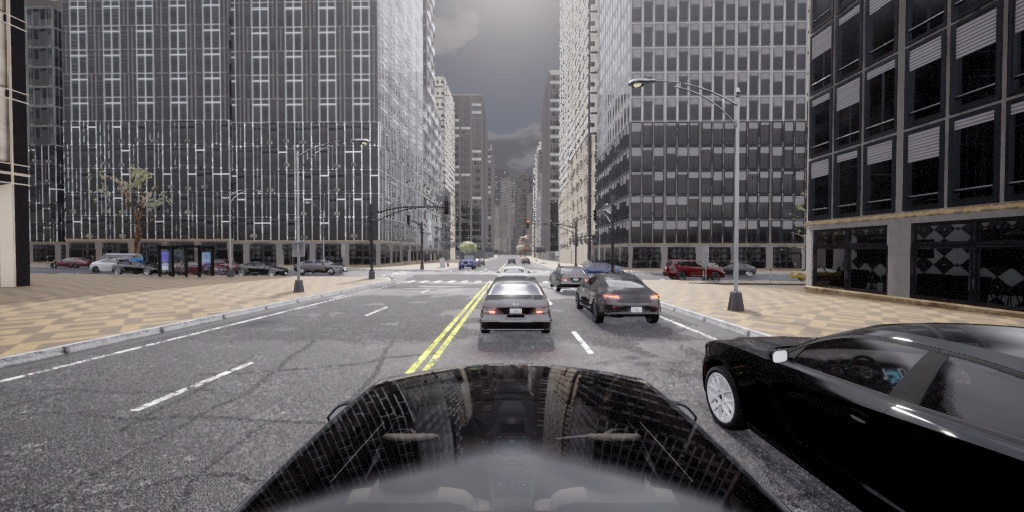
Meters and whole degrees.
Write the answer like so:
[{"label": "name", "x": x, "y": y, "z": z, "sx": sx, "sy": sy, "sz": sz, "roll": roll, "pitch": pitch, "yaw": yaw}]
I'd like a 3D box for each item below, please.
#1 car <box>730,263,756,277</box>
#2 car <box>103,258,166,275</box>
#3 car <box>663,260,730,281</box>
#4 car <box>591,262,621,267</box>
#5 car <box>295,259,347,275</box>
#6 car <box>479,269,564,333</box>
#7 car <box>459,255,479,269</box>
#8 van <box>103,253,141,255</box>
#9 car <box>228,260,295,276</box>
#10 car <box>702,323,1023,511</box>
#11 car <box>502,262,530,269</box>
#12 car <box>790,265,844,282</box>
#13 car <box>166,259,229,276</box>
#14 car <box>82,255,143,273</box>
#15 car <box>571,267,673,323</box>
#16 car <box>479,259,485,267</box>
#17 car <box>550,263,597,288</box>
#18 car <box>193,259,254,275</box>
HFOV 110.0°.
[{"label": "car", "x": 22.999, "y": 1.424, "z": 37.826, "sx": 4.892, "sy": 1.490, "sz": 1.837, "roll": 1, "pitch": 1, "yaw": 1}, {"label": "car", "x": -34.116, "y": 1.067, "z": 32.960, "sx": 4.313, "sy": 1.339, "sz": 1.948, "roll": 0, "pitch": 0, "yaw": 1}, {"label": "car", "x": 16.174, "y": 1.267, "z": 32.159, "sx": 5.009, "sy": 1.841, "sz": 2.192, "roll": 0, "pitch": 0, "yaw": 1}, {"label": "car", "x": 8.956, "y": 1.342, "z": 38.054, "sx": 5.357, "sy": 1.411, "sz": 2.033, "roll": 1, "pitch": 1, "yaw": 1}, {"label": "car", "x": -18.821, "y": 1.089, "z": 35.290, "sx": 4.902, "sy": 1.511, "sz": 2.128, "roll": 1, "pitch": 1, "yaw": 1}, {"label": "car", "x": 0.096, "y": 1.293, "z": 10.652, "sx": 2.033, "sy": 1.411, "sz": 5.357, "roll": 0, "pitch": 0, "yaw": 0}, {"label": "car", "x": -6.631, "y": 0.932, "z": 53.883, "sx": 2.150, "sy": 2.045, "sz": 5.566, "roll": 0, "pitch": 0, "yaw": 0}, {"label": "van", "x": -45.313, "y": 0.603, "z": 41.613, "sx": 3.998, "sy": 1.789, "sz": 1.690, "roll": 0, "pitch": 0, "yaw": 1}, {"label": "car", "x": -22.751, "y": 1.172, "z": 32.661, "sx": 4.313, "sy": 1.339, "sz": 1.948, "roll": 0, "pitch": 0, "yaw": 1}, {"label": "car", "x": 3.344, "y": 1.227, "z": 2.575, "sx": 1.882, "sy": 1.535, "sz": 5.008, "roll": 0, "pitch": 0, "yaw": 0}, {"label": "car", "x": 0.089, "y": 1.265, "z": 20.243, "sx": 1.812, "sy": 1.442, "sz": 4.674, "roll": 0, "pitch": 0, "yaw": 0}, {"label": "car", "x": 27.623, "y": 1.577, "z": 31.970, "sx": 4.829, "sy": 1.417, "sz": 1.751, "roll": 0, "pitch": 0, "yaw": 1}, {"label": "car", "x": -28.435, "y": 1.136, "z": 32.791, "sx": 4.207, "sy": 1.307, "sz": 1.802, "roll": 0, "pitch": 0, "yaw": 1}, {"label": "car", "x": -39.164, "y": 0.939, "z": 35.701, "sx": 4.674, "sy": 1.442, "sz": 1.812, "roll": 1, "pitch": 1, "yaw": 1}, {"label": "car", "x": 3.345, "y": 1.271, "z": 11.922, "sx": 1.812, "sy": 1.442, "sz": 4.674, "roll": 0, "pitch": 0, "yaw": 0}, {"label": "car", "x": -6.604, "y": 1.190, "z": 63.801, "sx": 2.128, "sy": 1.511, "sz": 4.902, "roll": 0, "pitch": 0, "yaw": 0}, {"label": "car", "x": 3.340, "y": 1.286, "z": 21.333, "sx": 2.033, "sy": 1.411, "sz": 5.357, "roll": 0, "pitch": 0, "yaw": 0}, {"label": "car", "x": -28.481, "y": 1.035, "z": 35.481, "sx": 4.674, "sy": 1.442, "sz": 1.812, "roll": 0, "pitch": 1, "yaw": 1}]
